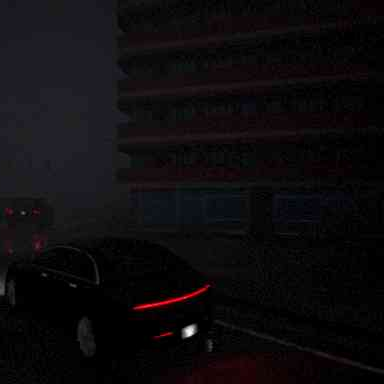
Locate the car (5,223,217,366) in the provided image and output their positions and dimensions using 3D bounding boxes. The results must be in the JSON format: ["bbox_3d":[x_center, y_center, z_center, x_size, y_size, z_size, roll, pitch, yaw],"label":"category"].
[{"bbox_3d":[-1.768,1.564,6.025,4.892,1.490,1.837,0,0,44],"label":"car"}]

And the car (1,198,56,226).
[{"bbox_3d":[-11.121,1.438,23.318,2.150,2.045,5.566,0,-1,-13],"label":"car"}]
